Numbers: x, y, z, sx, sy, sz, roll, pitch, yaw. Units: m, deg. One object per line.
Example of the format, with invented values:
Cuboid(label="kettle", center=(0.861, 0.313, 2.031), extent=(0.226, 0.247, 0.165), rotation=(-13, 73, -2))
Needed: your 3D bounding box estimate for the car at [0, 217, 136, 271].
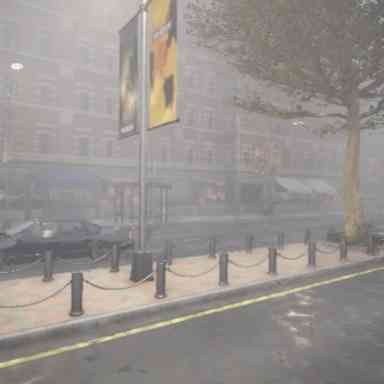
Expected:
Cuboid(label="car", center=(-4.523, 1.533, 10.595), extent=(5.357, 1.411, 2.033), rotation=(0, 0, -35))
